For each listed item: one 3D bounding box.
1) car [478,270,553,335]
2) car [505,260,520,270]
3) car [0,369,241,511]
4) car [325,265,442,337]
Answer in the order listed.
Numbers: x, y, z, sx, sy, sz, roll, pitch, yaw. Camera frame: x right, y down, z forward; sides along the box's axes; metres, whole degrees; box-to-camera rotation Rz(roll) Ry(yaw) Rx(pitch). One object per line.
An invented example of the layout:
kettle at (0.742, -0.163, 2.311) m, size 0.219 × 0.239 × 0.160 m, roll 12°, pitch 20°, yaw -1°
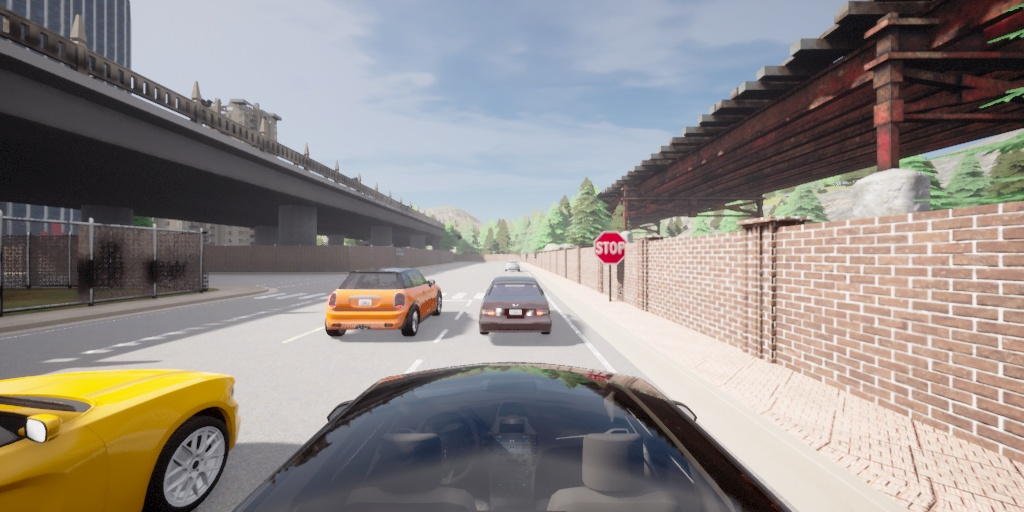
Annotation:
car at (0.077, 1.296, 10.494) m, size 2.033 × 1.411 × 5.357 m, roll 0°, pitch 0°, yaw 0°
car at (0.059, 1.267, 46.353) m, size 1.812 × 1.442 × 4.674 m, roll 0°, pitch 0°, yaw -1°
car at (-3.398, 1.228, 1.213) m, size 1.882 × 1.535 × 5.008 m, roll 0°, pitch 0°, yaw 0°
car at (-3.425, 1.100, 10.471) m, size 2.097 × 1.767 × 4.553 m, roll 0°, pitch 0°, yaw 0°
